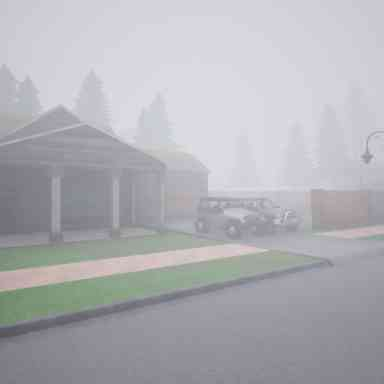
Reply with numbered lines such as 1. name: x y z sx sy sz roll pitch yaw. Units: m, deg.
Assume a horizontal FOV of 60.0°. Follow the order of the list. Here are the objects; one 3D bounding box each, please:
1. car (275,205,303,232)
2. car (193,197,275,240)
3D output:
1. car: 3.549 1.174 17.931 1.932 1.855 4.605 0 0 -36
2. car: 1.740 1.176 16.142 1.905 1.878 3.866 0 0 -36
